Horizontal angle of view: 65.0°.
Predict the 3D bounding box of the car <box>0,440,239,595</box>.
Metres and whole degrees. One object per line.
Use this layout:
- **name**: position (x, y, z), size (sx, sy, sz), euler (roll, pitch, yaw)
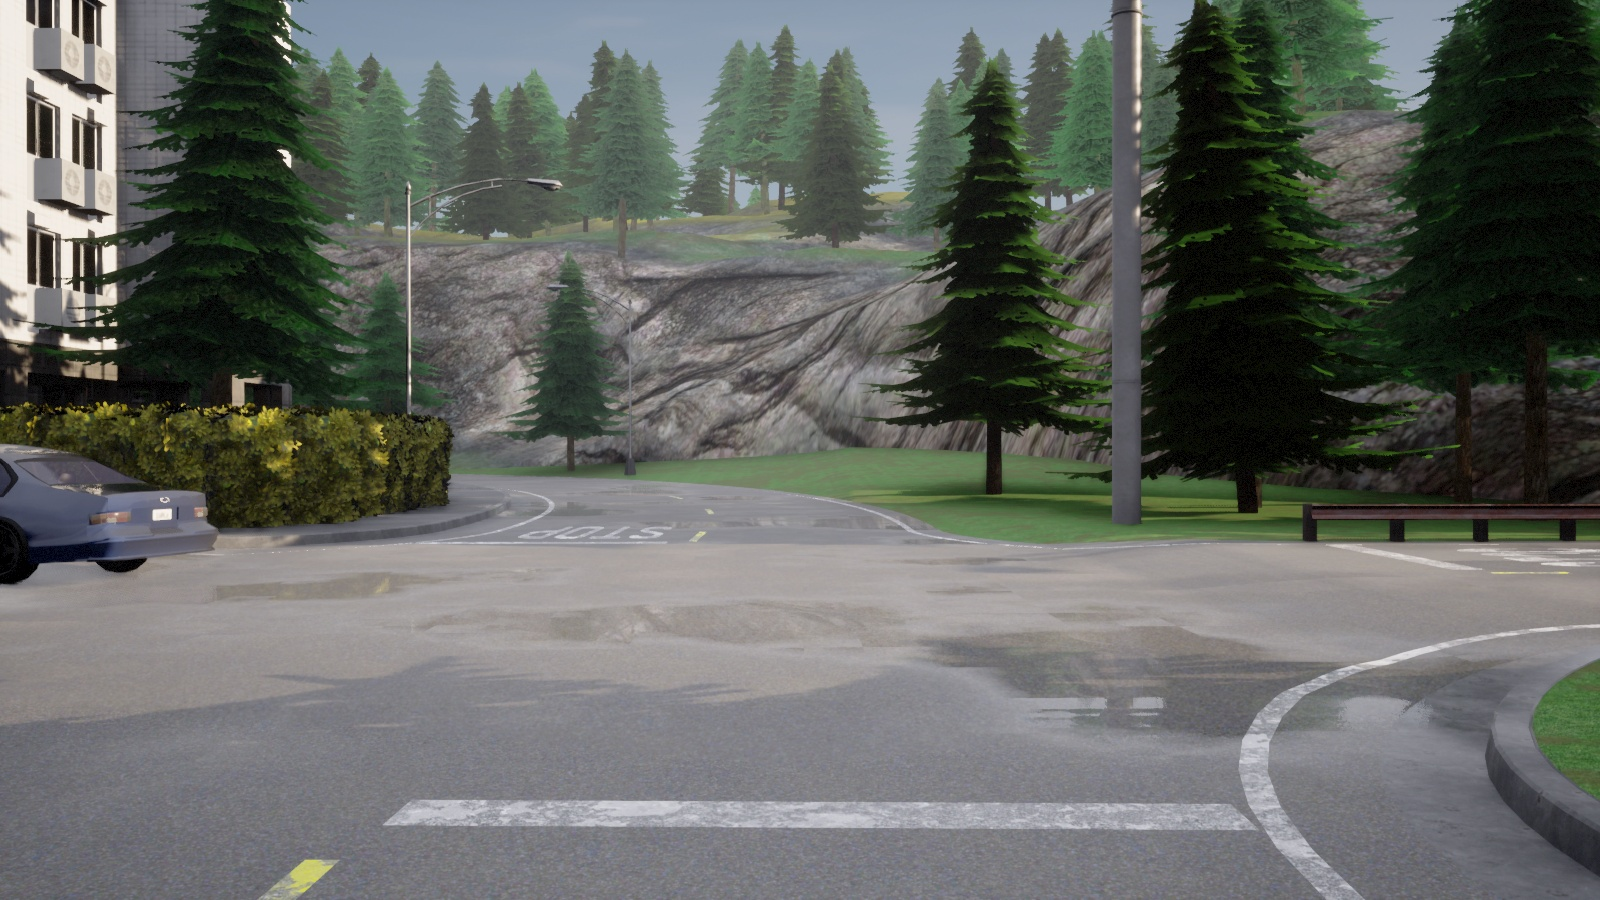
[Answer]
- **car**: position (-9.259, 0.605, 13.918), size (5.357, 1.411, 2.033), euler (3, 0, 13)
